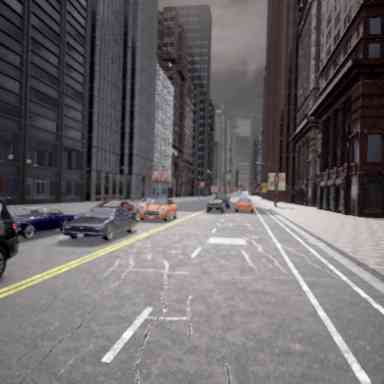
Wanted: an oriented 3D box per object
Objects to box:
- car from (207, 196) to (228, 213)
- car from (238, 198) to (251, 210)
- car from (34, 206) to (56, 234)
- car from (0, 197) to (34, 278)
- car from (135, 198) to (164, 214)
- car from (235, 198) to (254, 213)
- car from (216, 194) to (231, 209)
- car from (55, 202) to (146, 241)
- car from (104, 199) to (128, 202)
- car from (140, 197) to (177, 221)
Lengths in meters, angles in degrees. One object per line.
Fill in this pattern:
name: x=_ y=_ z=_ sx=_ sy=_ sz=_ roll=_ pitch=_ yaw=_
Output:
car: x=2.817 y=1.596 z=38.670 sx=1.837 sy=1.490 sz=4.892 roll=2 pitch=0 yaw=9
car: x=7.991 y=1.765 z=50.502 sx=1.837 sy=1.490 sz=4.892 roll=2 pitch=0 yaw=9
car: x=-7.584 y=1.382 z=15.986 sx=1.895 sy=1.301 sz=4.718 roll=2 pitch=0 yaw=9
car: x=-5.821 y=1.053 z=6.339 sx=2.150 sy=2.045 sz=5.566 roll=2 pitch=0 yaw=9
car: x=-4.429 y=1.404 z=35.483 sx=1.812 sy=1.442 sz=4.674 roll=2 pitch=0 yaw=10
car: x=6.477 y=1.552 z=40.986 sx=2.097 sy=1.767 sz=4.553 roll=2 pitch=0 yaw=9
car: x=4.486 y=1.377 z=49.164 sx=2.150 sy=2.045 sz=5.566 roll=2 pitch=0 yaw=10
car: x=-4.216 y=1.426 z=16.461 sx=2.033 sy=1.411 sz=5.357 roll=2 pitch=0 yaw=9
car: x=-6.023 y=1.305 z=25.710 sx=1.882 sy=1.535 sz=5.008 roll=2 pitch=0 yaw=9
car: x=-2.584 y=1.279 z=26.502 sx=2.097 sy=1.767 sz=4.553 roll=2 pitch=0 yaw=10
